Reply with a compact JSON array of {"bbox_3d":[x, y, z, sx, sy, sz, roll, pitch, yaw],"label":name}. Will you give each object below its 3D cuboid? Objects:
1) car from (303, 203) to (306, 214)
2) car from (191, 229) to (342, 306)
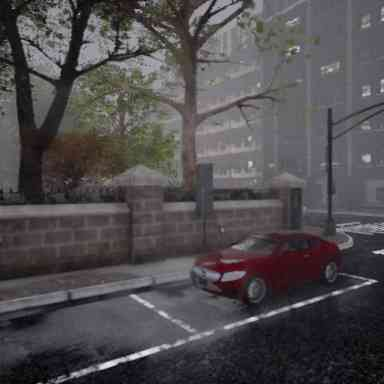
[{"bbox_3d":[6.426,0.933,26.836,2.150,2.045,5.566,0,1,-35],"label":"car"},{"bbox_3d":[1.933,1.583,7.949,4.206,1.307,1.802,0,0,-36],"label":"car"}]
